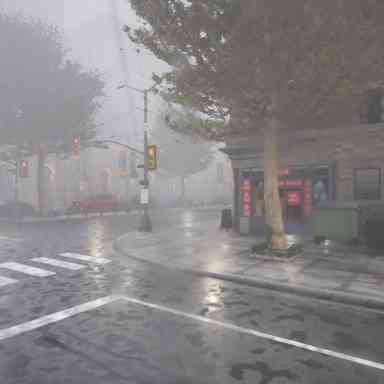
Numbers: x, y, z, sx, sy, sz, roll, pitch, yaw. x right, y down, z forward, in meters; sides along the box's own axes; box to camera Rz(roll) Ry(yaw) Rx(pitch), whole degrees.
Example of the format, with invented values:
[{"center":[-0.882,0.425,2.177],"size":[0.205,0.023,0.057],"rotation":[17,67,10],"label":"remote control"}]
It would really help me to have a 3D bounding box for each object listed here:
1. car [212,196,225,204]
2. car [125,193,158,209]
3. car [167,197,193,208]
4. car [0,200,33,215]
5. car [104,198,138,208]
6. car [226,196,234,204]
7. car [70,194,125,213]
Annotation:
[{"center":[5.790,1.493,64.547],"size":[2.128,1.511,4.902],"rotation":[0,0,36],"label":"car"},{"center":[-7.214,1.221,46.698],"size":[2.150,2.045,5.566],"rotation":[0,0,36],"label":"car"},{"center":[-1.727,1.526,48.293],"size":[1.812,1.442,4.674],"rotation":[0,0,36],"label":"car"},{"center":[-17.774,1.526,32.060],"size":[1.812,1.442,4.674],"rotation":[0,0,36],"label":"car"},{"center":[-10.209,1.595,47.930],"size":[1.895,1.301,4.718],"rotation":[0,0,36],"label":"car"},{"center":[8.960,1.418,62.949],"size":[2.097,1.767,4.553],"rotation":[0,0,36],"label":"car"},{"center":[-10.450,1.222,36.240],"size":[2.150,2.045,5.566],"rotation":[0,0,36],"label":"car"}]
